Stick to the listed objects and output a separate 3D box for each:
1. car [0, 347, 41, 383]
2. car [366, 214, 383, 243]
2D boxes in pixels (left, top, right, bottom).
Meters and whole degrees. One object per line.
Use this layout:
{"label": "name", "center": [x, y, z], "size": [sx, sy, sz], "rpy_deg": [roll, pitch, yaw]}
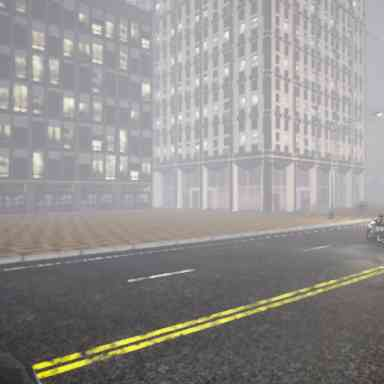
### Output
{"label": "car", "center": [-3.151, 1.495, 1.241], "size": [4.902, 1.511, 2.128], "rpy_deg": [0, 0, -35]}
{"label": "car", "center": [9.807, 1.418, 15.055], "size": [4.553, 1.767, 2.097], "rpy_deg": [0, 0, -38]}
